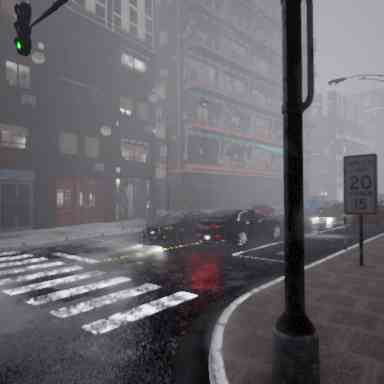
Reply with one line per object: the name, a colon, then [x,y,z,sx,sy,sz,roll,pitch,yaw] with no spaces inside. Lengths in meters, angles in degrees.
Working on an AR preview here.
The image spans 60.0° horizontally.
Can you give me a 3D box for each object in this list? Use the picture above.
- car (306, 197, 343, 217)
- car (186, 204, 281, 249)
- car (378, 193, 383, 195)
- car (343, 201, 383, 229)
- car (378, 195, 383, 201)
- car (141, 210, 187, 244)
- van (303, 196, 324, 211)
car: [12.428,1.456,29.970,1.994,1.385,4.181,-1,0,44]
car: [2.181,1.470,14.575,1.837,1.490,4.892,-1,0,41]
car: [23.340,0.918,41.138,1.837,1.490,4.892,-1,0,44]
car: [11.063,1.444,20.406,1.802,1.307,4.206,0,0,43]
car: [14.669,1.272,24.288,1.967,1.590,4.097,0,0,43]
car: [-0.395,1.563,15.935,1.994,1.385,4.181,-1,0,42]
van: [11.867,1.258,32.994,1.690,1.788,3.998,0,0,43]
